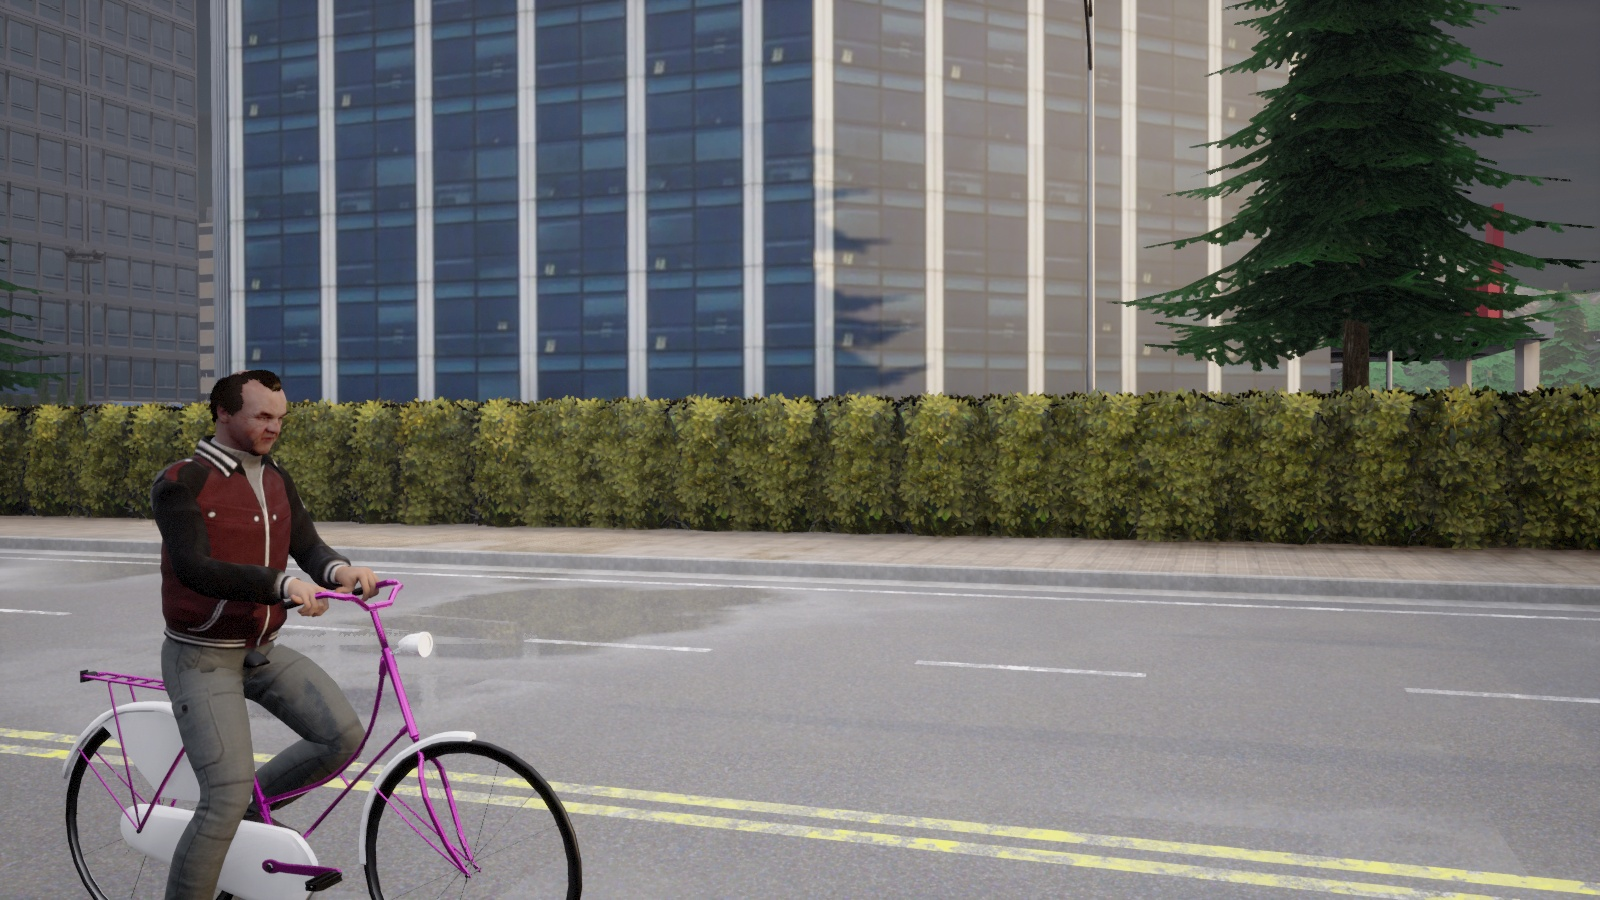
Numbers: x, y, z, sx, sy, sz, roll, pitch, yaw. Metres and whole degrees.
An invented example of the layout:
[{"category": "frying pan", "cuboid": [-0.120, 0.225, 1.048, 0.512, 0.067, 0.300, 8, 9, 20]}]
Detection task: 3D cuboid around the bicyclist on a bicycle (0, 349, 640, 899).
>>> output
[{"category": "bicyclist on a bicycle", "cuboid": [-1.451, 0.633, 3.680, 1.843, 1.776, 0.659, 0, 1, 19]}]
